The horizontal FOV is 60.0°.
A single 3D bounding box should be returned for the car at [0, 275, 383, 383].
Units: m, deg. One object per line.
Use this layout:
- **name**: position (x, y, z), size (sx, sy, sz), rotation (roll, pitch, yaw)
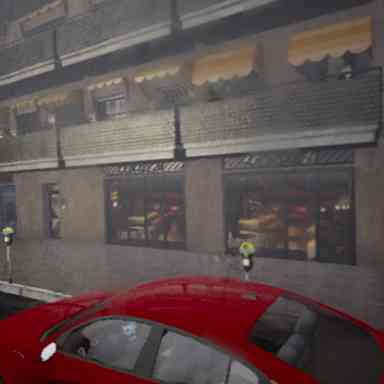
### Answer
- **car**: position (-0.169, 1.485, 2.995), size (4.507, 1.381, 1.887), rotation (-1, 1, 30)
